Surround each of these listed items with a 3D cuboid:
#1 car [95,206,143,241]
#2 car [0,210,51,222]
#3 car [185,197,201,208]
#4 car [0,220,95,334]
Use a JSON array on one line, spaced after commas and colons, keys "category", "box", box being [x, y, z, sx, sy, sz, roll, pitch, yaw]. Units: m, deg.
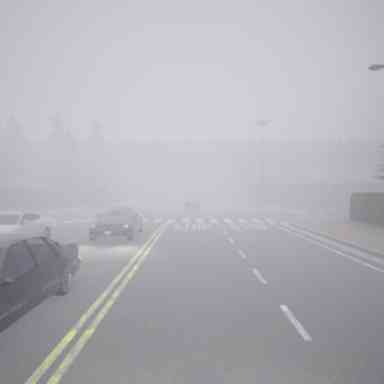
[{"category": "car", "box": [-3.506, 1.418, 16.141, 1.812, 1.442, 4.674, 0, 0, 0]}, {"category": "car", "box": [-7.036, 1.440, 12.872, 1.812, 1.442, 4.674, 0, 1, 1]}, {"category": "car", "box": [0.084, 1.254, 42.228, 1.994, 1.385, 4.181, 0, 0, 0]}, {"category": "car", "box": [-3.585, 1.508, 5.831, 2.033, 1.411, 5.357, 0, 0, 0]}]
